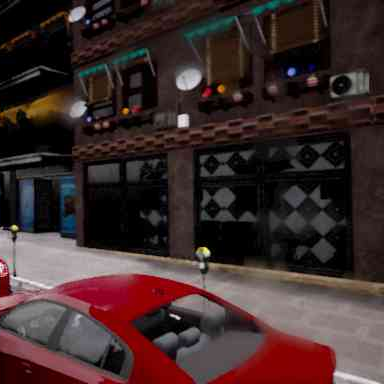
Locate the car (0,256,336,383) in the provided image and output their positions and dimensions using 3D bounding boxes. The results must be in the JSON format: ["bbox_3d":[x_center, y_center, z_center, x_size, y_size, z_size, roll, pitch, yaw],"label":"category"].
[{"bbox_3d":[-0.910,1.541,3.393,4.507,1.381,1.887,0,-1,36],"label":"car"}]
